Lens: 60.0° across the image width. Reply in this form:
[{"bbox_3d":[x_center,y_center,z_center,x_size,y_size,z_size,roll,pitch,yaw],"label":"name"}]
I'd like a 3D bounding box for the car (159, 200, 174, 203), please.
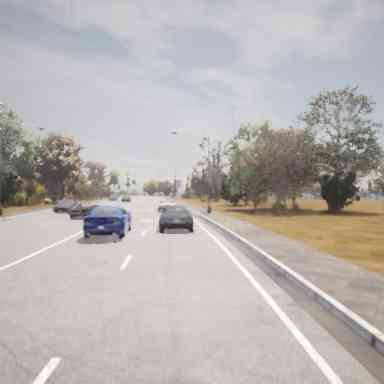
[{"bbox_3d":[-2.851,1.533,38.158,1.895,1.301,4.718,0,0,-6],"label":"car"}]

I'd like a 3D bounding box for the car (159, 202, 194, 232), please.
[{"bbox_3d":[-0.996,1.528,20.140,1.994,1.385,4.181,0,0,-5],"label":"car"}]

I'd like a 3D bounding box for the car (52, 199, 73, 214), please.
[{"bbox_3d":[-13.335,1.501,35.731,2.033,1.411,5.357,0,0,-6],"label":"car"}]

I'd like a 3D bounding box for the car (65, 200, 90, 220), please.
[{"bbox_3d":[-8.983,1.563,28.204,1.895,1.301,4.718,0,0,-6],"label":"car"}]

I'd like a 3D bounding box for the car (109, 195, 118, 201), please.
[{"bbox_3d":[-17.928,1.396,76.274,1.812,1.442,4.674,0,0,-7],"label":"car"}]

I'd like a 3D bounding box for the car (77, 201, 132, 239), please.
[{"bbox_3d":[-4.274,1.453,17.386,1.882,1.535,5.008,0,0,-4],"label":"car"}]

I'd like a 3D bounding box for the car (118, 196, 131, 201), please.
[{"bbox_3d":[-13.493,1.429,68.403,2.033,1.411,5.357,0,0,-7],"label":"car"}]
